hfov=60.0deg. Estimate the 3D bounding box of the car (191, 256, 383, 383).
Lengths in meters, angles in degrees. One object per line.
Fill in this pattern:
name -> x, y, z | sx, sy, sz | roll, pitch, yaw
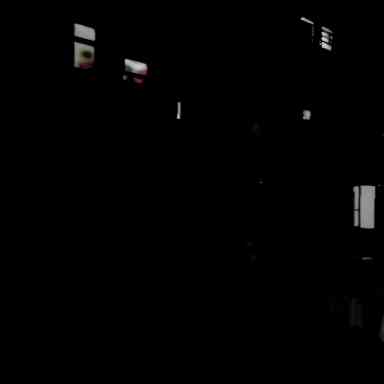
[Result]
car -> 2.027, 1.543, 3.836 | 4.313, 1.339, 1.947 | 0, 1, -35
